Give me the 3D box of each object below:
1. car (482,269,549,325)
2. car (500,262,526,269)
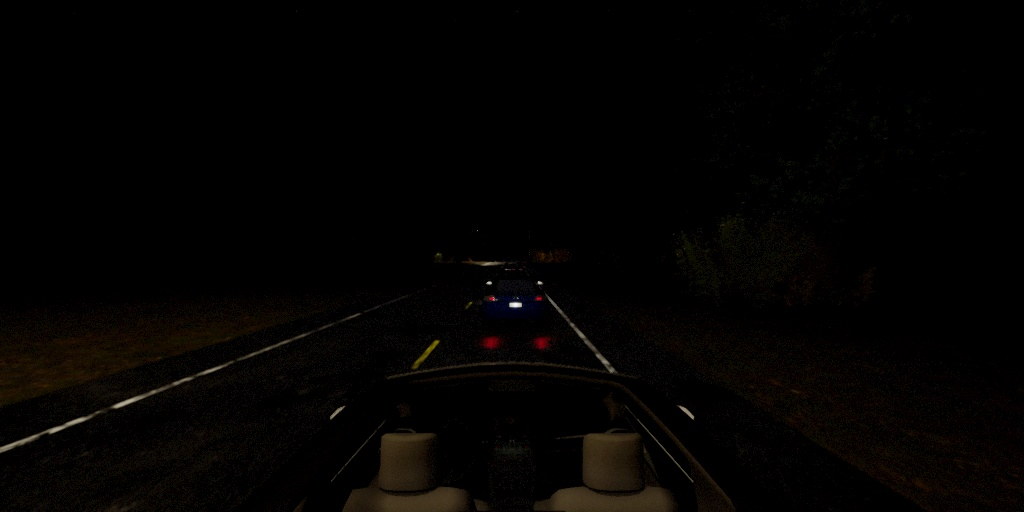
[{"bbox_3d":[0.098,1.313,11.851,1.994,1.385,4.181,0,0,0],"label":"car"},{"bbox_3d":[0.094,1.238,29.333,2.128,1.511,4.902,0,0,0],"label":"car"}]
